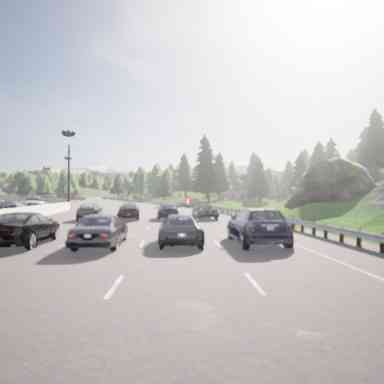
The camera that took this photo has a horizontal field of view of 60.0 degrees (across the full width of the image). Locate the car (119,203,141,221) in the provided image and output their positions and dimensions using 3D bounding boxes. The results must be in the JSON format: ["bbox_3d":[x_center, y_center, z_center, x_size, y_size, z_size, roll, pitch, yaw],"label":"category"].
[{"bbox_3d":[-5.785,1.770,30.790,1.882,1.535,5.008,0,0,-8],"label":"car"}]

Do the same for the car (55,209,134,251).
[{"bbox_3d":[-4.014,1.688,14.730,2.033,1.411,5.357,0,-1,-4],"label":"car"}]

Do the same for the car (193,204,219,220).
[{"bbox_3d":[1.213,1.842,31.310,2.033,1.411,5.357,0,-1,-8],"label":"car"}]

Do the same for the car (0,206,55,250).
[{"bbox_3d":[-7.539,1.622,14.970,1.882,1.535,5.008,0,0,-4],"label":"car"}]

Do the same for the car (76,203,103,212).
[{"bbox_3d":[-9.218,1.779,30.079,2.128,1.511,4.902,0,0,-8],"label":"car"}]

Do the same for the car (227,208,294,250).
[{"bbox_3d":[2.962,1.494,15.318,2.097,1.767,4.553,0,-1,-4],"label":"car"}]

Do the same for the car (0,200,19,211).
[{"bbox_3d":[-27.225,1.961,48.722,2.128,1.511,4.902,0,-1,-14],"label":"car"}]

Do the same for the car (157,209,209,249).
[{"bbox_3d":[-0.544,1.709,15.299,1.994,1.385,4.181,0,-1,-4],"label":"car"}]

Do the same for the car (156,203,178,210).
[{"bbox_3d":[-2.295,1.802,31.112,1.837,1.490,4.892,0,0,-8],"label":"car"}]
